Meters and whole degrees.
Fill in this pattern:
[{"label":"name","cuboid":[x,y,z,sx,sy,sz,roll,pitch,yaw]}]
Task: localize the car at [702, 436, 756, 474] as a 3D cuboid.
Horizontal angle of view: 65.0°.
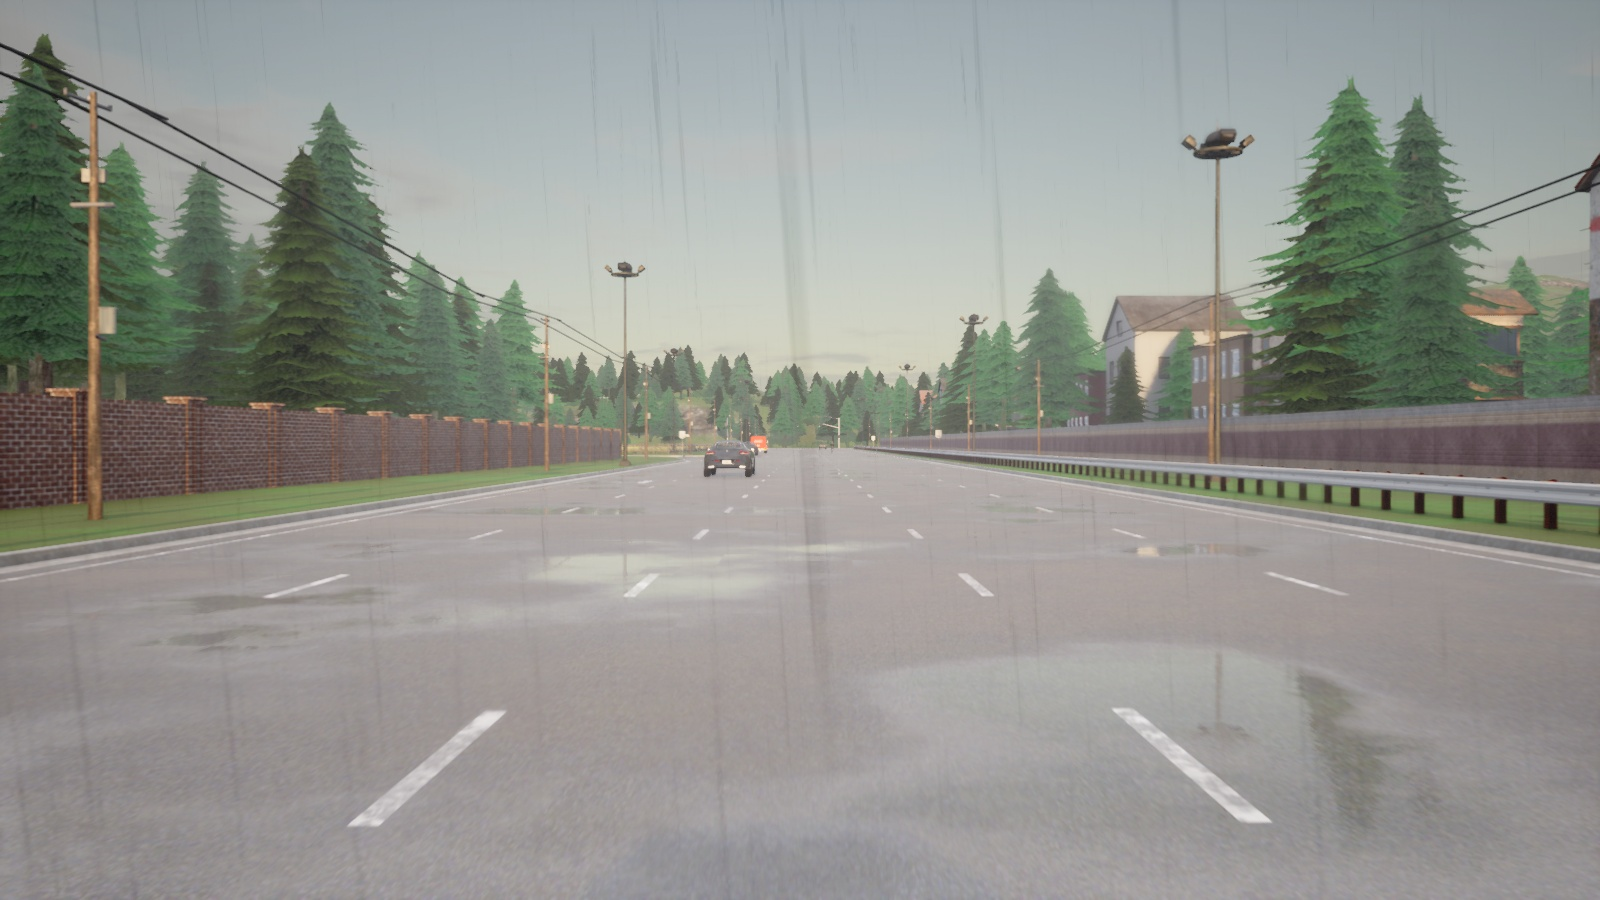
[{"label":"car","cuboid":[-3.159,0.202,56.956,2.152,1.651,5.027,0,0,0]}]
